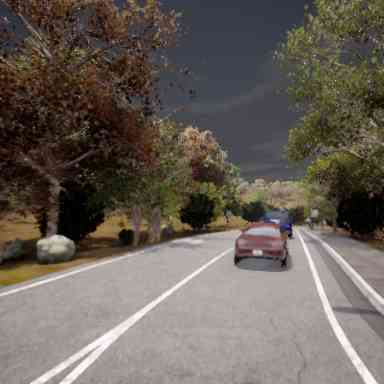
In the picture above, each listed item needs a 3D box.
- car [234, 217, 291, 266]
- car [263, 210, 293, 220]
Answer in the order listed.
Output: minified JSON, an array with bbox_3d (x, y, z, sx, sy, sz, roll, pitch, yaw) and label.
[{"bbox_3d":[2.809,1.910,13.040,1.812,1.442,4.674,0,-2,17],"label":"car"},{"bbox_3d":[6.734,2.520,26.301,2.150,2.045,5.566,0,-5,17],"label":"car"}]
